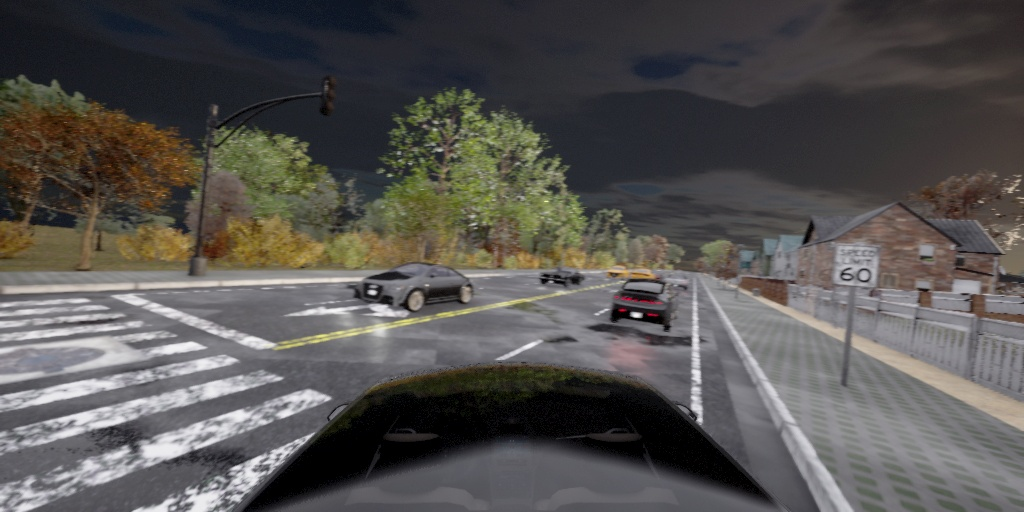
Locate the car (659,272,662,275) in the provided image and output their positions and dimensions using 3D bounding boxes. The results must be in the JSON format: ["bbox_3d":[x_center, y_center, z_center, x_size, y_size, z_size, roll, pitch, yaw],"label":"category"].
[{"bbox_3d":[18.753,2.547,47.466,1.994,1.385,4.181,6,1,27],"label":"car"}]

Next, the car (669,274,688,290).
[{"bbox_3d":[16.048,2.471,34.813,1.895,1.301,4.718,6,1,27],"label":"car"}]

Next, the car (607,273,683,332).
[{"bbox_3d":[4.819,1.573,12.751,1.837,1.490,4.892,6,1,27],"label":"car"}]

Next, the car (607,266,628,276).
[{"bbox_3d":[12.720,1.963,42.747,1.882,1.535,5.008,6,1,27],"label":"car"}]

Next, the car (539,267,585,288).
[{"bbox_3d":[3.535,1.412,24.885,1.895,1.301,4.718,6,1,27],"label":"car"}]

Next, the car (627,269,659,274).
[{"bbox_3d":[13.683,2.098,37.375,1.882,1.535,5.008,6,1,27],"label":"car"}]

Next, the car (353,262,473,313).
[{"bbox_3d":[-3.039,0.910,11.923,1.994,1.385,4.181,6,1,27],"label":"car"}]
